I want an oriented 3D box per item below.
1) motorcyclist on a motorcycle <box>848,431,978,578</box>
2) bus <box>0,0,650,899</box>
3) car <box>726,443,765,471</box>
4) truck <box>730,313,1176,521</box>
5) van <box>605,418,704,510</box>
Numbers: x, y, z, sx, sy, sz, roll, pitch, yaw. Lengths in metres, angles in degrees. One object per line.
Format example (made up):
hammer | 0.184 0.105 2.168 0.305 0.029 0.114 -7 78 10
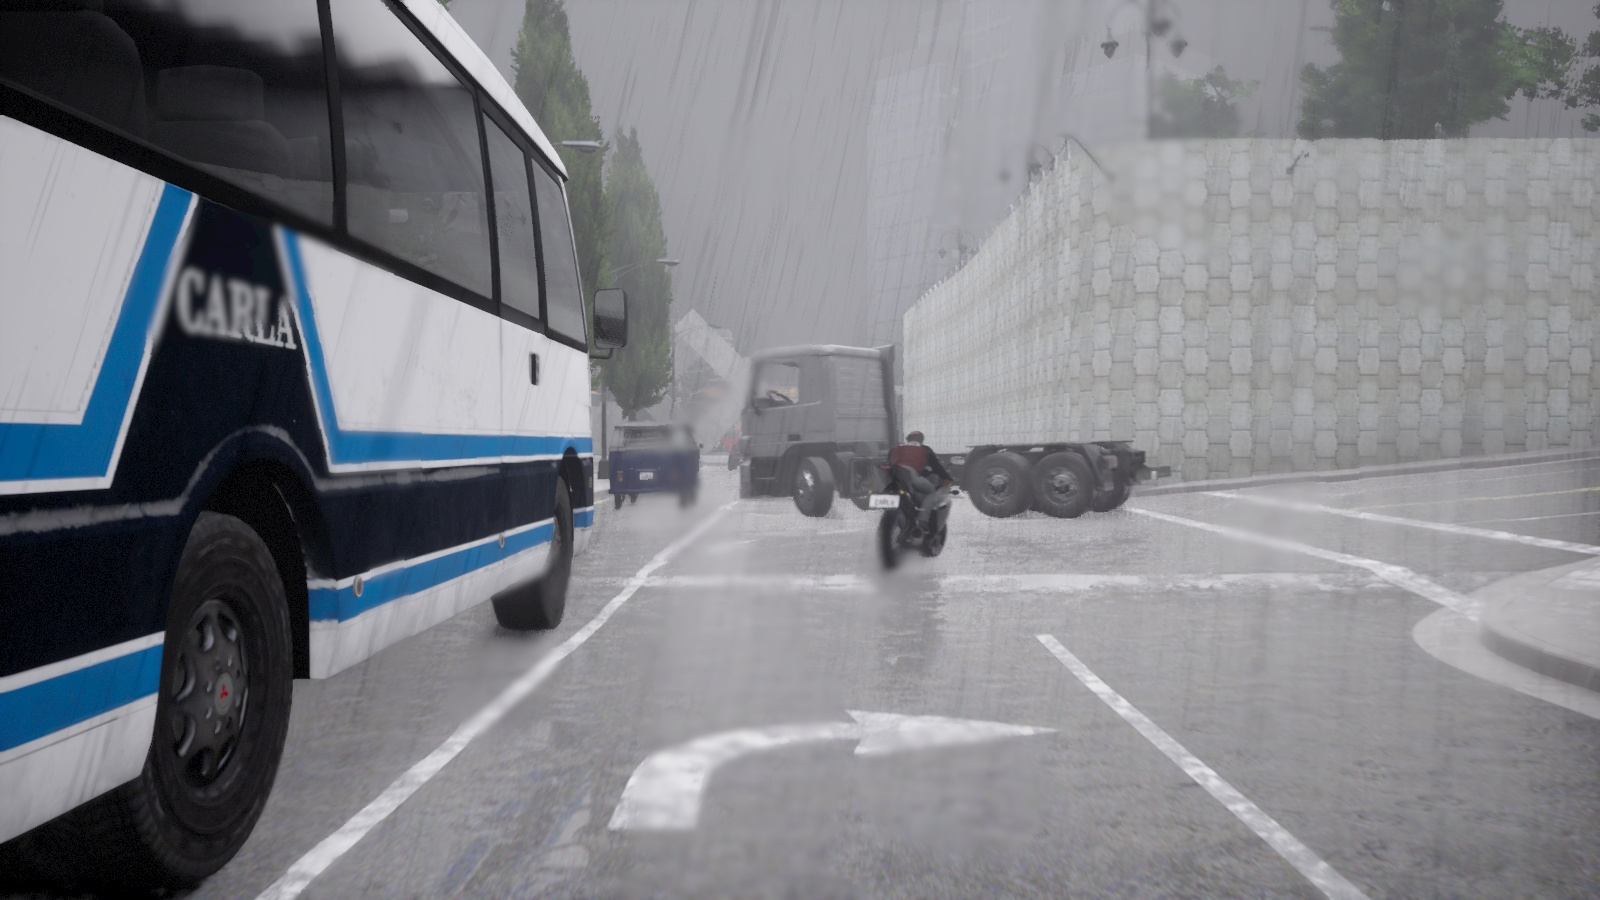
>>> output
motorcyclist on a motorcycle | 1.324 0.562 14.213 0.866 1.530 2.191 0 0 22
bus | -3.444 -0.672 6.937 3.944 4.253 10.273 0 0 0
car | -2.989 0.366 69.463 1.816 1.474 4.193 0 0 2
truck | 2.815 -0.485 24.184 7.936 3.462 2.891 -2 0 30
van | -3.319 0.320 29.473 1.775 1.987 4.442 0 0 0
